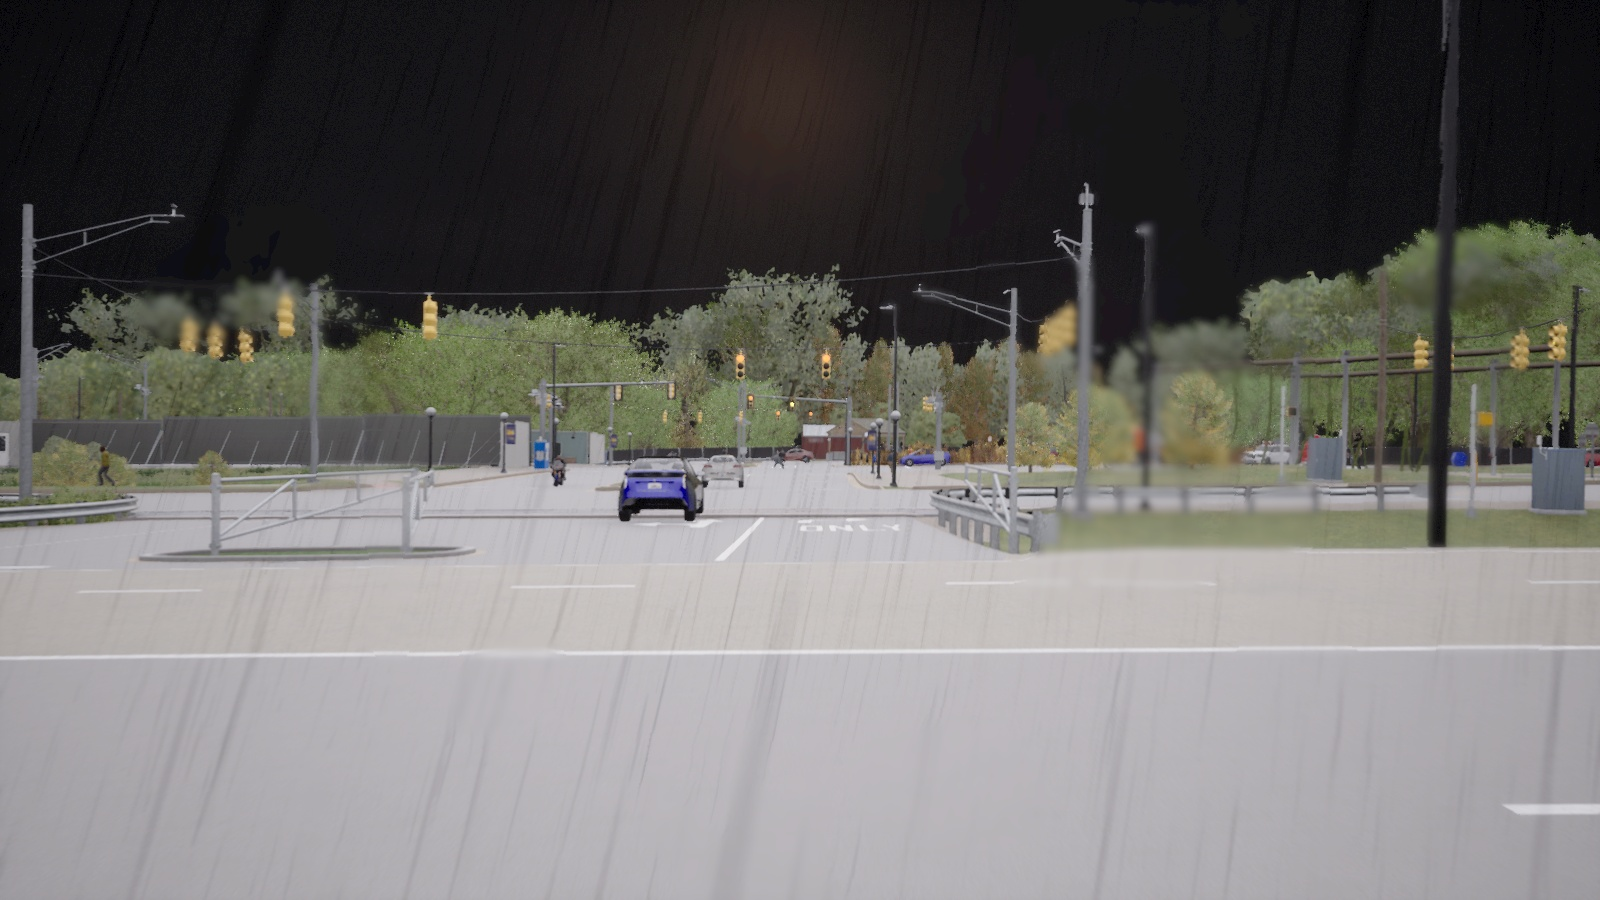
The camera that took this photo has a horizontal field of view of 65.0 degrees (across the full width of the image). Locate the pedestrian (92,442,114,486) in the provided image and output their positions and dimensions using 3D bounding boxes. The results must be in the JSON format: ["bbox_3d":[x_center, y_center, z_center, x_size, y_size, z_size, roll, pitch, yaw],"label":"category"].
[{"bbox_3d":[-30.034,0.599,54.078,0.726,1.835,0.370,1,1,0],"label":"pedestrian"}]

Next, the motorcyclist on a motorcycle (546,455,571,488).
[{"bbox_3d":[-11.513,1.017,59.912,0.866,1.530,2.191,0,0,-3],"label":"motorcyclist on a motorcycle"}]

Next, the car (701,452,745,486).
[{"bbox_3d":[-3.939,0.937,64.301,2.152,1.651,5.027,0,0,-3],"label":"car"}]

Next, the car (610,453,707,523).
[{"bbox_3d":[-3.390,0.873,30.915,2.007,1.525,4.514,0,1,-2],"label":"car"}]
